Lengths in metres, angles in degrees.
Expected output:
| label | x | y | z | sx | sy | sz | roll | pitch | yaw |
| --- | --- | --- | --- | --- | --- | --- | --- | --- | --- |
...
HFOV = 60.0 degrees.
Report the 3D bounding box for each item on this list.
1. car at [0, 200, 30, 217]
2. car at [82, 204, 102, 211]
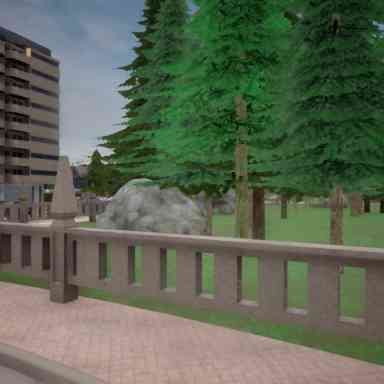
| label | x | y | z | sx | sy | sz | roll | pitch | yaw |
| --- | --- | --- | --- | --- | --- | --- | --- | --- | --- |
| car | -17.348 | 1.619 | 32.241 | 1.994 | 1.385 | 4.181 | 0 | 0 | 26 |
| car | -13.164 | 1.408 | 41.023 | 2.097 | 1.767 | 4.553 | 0 | 0 | 26 |
